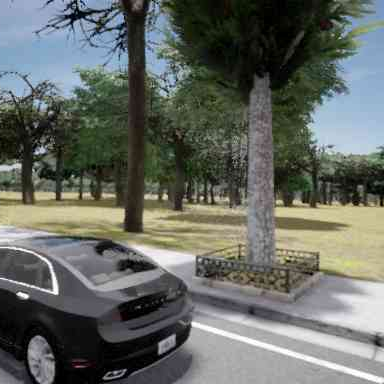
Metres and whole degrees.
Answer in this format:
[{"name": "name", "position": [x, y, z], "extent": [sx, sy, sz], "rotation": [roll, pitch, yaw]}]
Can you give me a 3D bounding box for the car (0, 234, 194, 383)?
[{"name": "car", "position": [-2.255, 1.431, 5.163], "extent": [4.892, 1.490, 1.837], "rotation": [1, 1, 35]}]
